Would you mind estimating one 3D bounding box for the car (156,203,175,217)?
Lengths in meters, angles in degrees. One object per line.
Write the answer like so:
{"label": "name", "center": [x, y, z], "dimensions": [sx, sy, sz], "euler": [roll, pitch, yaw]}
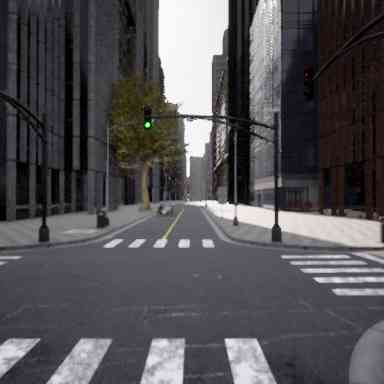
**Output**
{"label": "car", "center": [-2.999, 2.023, 38.392], "dimensions": [2.128, 1.511, 4.902], "euler": [0, -1, 0]}
